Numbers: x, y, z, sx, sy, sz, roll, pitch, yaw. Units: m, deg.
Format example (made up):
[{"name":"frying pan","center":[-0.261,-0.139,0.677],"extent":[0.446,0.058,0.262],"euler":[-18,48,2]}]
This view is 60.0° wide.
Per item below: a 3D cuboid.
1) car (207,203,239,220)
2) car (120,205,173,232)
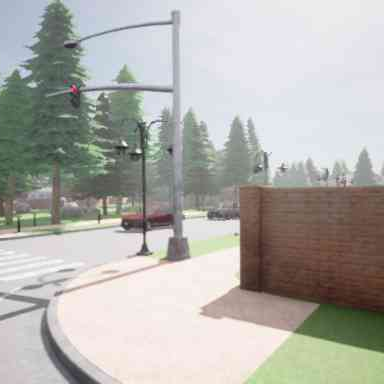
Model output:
[{"name":"car","center":[3.061,1.736,30.292],"extent":[1.994,1.385,4.181],"euler":[-1,0,34]},{"name":"car","center":[-2.555,1.647,22.063],"extent":[1.882,1.535,5.008],"euler":[-1,0,34]}]
